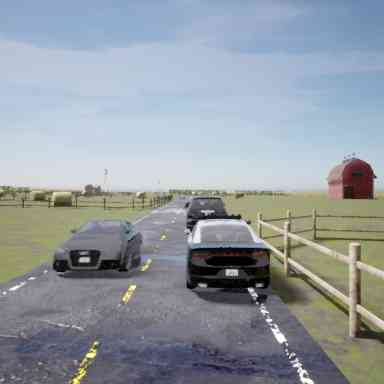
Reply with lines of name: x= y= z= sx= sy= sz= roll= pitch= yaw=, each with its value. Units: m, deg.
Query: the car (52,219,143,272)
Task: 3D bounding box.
car: x=-2.775 y=1.563 z=10.595 sx=1.994 sy=1.385 sz=4.181 roll=0 pitch=0 yaw=0

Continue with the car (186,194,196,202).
car: x=-0.165 y=1.257 z=71.649 sx=2.097 sy=1.767 sz=4.553 roll=0 pitch=0 yaw=0

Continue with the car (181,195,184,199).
car: x=-0.078 y=1.540 z=46.056 sx=2.033 sy=1.411 sz=5.357 roll=0 pitch=0 yaw=0

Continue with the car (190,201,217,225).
car: x=0.765 y=1.501 z=25.206 sx=1.837 sy=1.490 sz=4.892 roll=0 pitch=0 yaw=0

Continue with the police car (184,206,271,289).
police car: x=0.802 y=1.424 z=9.316 sx=1.930 sy=1.638 sz=5.238 roll=0 pitch=0 yaw=0

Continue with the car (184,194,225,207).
car: x=0.779 y=1.222 z=19.236 sx=2.150 sy=2.045 sz=5.566 roll=0 pitch=0 yaw=0
